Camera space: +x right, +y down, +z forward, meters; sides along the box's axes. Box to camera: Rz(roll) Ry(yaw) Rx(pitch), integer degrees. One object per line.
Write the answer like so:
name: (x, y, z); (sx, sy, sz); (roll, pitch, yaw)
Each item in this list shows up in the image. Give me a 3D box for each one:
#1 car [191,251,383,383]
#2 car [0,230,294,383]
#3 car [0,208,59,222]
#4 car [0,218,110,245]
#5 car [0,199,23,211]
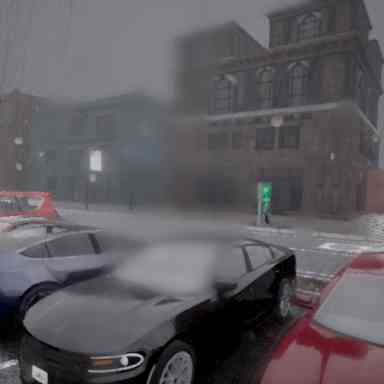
car: (2.312, 1.478, 3.506); (2.097, 1.535, 5.008); (1, 1, 35)
car: (0.041, 1.429, 5.125); (2.097, 1.535, 5.008); (1, 1, 36)
car: (-4.496, 1.348, 8.360); (2.002, 1.452, 4.674); (2, 1, 36)
car: (-2.214, 1.402, 6.764); (2.163, 1.488, 4.792); (2, 1, 36)
car: (-9.023, 1.168, 11.594); (2.097, 1.535, 5.008); (2, 1, 36)
